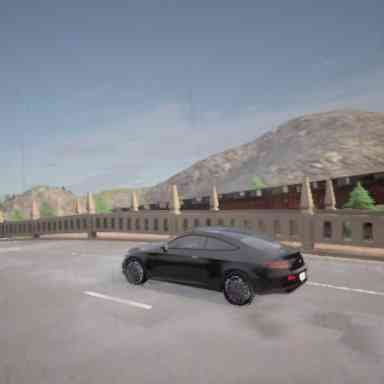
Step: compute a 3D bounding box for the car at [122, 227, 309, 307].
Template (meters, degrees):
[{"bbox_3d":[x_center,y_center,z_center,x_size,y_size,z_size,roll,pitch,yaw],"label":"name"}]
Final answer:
[{"bbox_3d":[0.356,1.577,8.042,4.674,1.442,1.812,-1,-1,36],"label":"car"}]
